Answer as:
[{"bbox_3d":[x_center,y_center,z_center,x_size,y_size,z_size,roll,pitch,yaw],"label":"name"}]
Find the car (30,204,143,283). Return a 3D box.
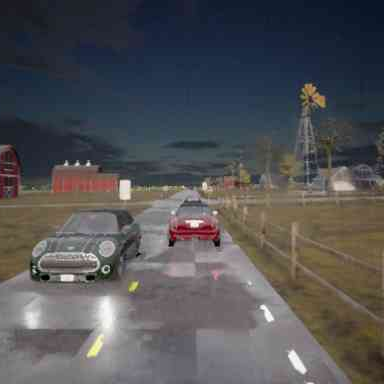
[{"bbox_3d":[-2.768,1.312,9.676,2.097,1.767,4.553,0,1,0],"label":"car"}]

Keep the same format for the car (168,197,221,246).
[{"bbox_3d":[0.100,1.267,14.903,2.097,1.767,4.553,0,0,0],"label":"car"}]
